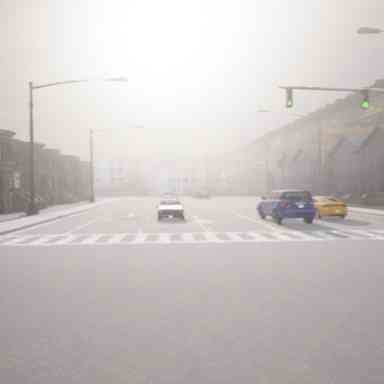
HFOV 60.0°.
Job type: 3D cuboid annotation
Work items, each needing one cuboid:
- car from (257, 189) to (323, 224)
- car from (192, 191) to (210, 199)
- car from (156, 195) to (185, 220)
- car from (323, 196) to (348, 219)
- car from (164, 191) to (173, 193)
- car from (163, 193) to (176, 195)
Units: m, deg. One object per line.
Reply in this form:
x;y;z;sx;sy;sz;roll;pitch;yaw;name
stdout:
5.856;0.856;21.219;2.150;2.045;5.566;0;1;-5;car
1.651;0.596;62.658;2.033;1.411;5.357;-1;1;-18;car
-1.587;1.191;24.311;2.033;1.411;5.357;0;1;-4;car
9.156;1.048;23.869;1.882;1.535;5.008;0;1;-5;car
-3.107;0.711;44.179;2.097;1.767;4.553;0;1;-5;car
-2.295;1.107;33.904;1.895;1.301;4.718;0;1;-4;car
